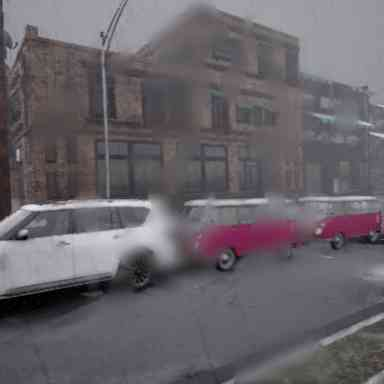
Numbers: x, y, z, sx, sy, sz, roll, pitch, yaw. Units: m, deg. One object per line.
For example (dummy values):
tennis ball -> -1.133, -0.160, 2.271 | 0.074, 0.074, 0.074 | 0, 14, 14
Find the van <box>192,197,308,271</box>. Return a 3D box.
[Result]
van -> 1.428, 1.208, 10.562 | 4.442, 1.987, 1.878 | -1, 0, -35

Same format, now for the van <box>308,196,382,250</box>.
van -> 5.962, 1.165, 13.757 | 4.442, 1.987, 1.878 | -1, 0, -35

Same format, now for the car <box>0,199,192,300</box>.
car -> -3.032, 1.222, 7.417 | 5.566, 2.045, 2.435 | 0, 0, -35
